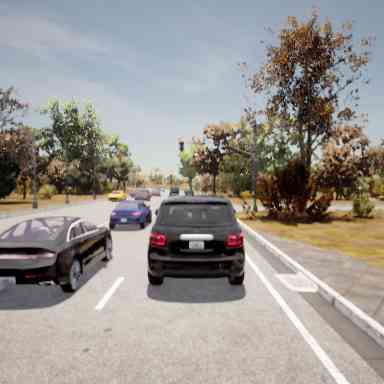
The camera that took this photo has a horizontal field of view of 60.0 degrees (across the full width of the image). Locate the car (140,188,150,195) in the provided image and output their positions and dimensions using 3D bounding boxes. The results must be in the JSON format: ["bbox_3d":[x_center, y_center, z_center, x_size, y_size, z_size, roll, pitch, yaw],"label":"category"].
[{"bbox_3d":[-11.115,-0.136,79.386,1.994,1.385,4.181,0,1,-2],"label":"car"}]

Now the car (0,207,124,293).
[{"bbox_3d":[-3.396,1.365,8.536,2.128,1.511,4.902,0,1,0],"label":"car"}]

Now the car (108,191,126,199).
[{"bbox_3d":[-10.595,0.578,47.171,1.882,1.535,5.008,0,1,-1],"label":"car"}]

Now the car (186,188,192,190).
[{"bbox_3d":[-0.510,0.026,77.041,1.812,1.442,4.674,0,1,-2],"label":"car"}]

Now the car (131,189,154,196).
[{"bbox_3d":[-7.097,0.652,47.745,1.994,1.385,4.181,0,1,0],"label":"car"}]

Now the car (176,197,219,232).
[{"bbox_3d":[0.147,1.157,18.952,2.128,1.511,4.902,0,1,-3],"label":"car"}]

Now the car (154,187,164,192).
[{"bbox_3d":[-7.220,0.252,65.835,1.812,1.442,4.674,0,1,-1],"label":"car"}]

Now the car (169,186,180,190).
[{"bbox_3d":[-3.997,-0.275,76.592,2.150,2.045,5.566,0,1,-2],"label":"car"}]

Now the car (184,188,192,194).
[{"bbox_3d":[-0.996,-0.242,87.219,1.994,1.385,4.181,0,1,-3],"label":"car"}]

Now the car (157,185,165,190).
[{"bbox_3d":[-7.680,-0.737,80.981,2.150,2.045,5.566,0,1,-3],"label":"car"}]

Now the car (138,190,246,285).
[{"bbox_3d":[0.099,1.082,9.224,2.150,2.045,5.566,0,1,0],"label":"car"}]

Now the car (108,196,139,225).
[{"bbox_3d":[-3.389,1.194,18.825,1.812,1.442,4.674,0,1,0],"label":"car"}]
